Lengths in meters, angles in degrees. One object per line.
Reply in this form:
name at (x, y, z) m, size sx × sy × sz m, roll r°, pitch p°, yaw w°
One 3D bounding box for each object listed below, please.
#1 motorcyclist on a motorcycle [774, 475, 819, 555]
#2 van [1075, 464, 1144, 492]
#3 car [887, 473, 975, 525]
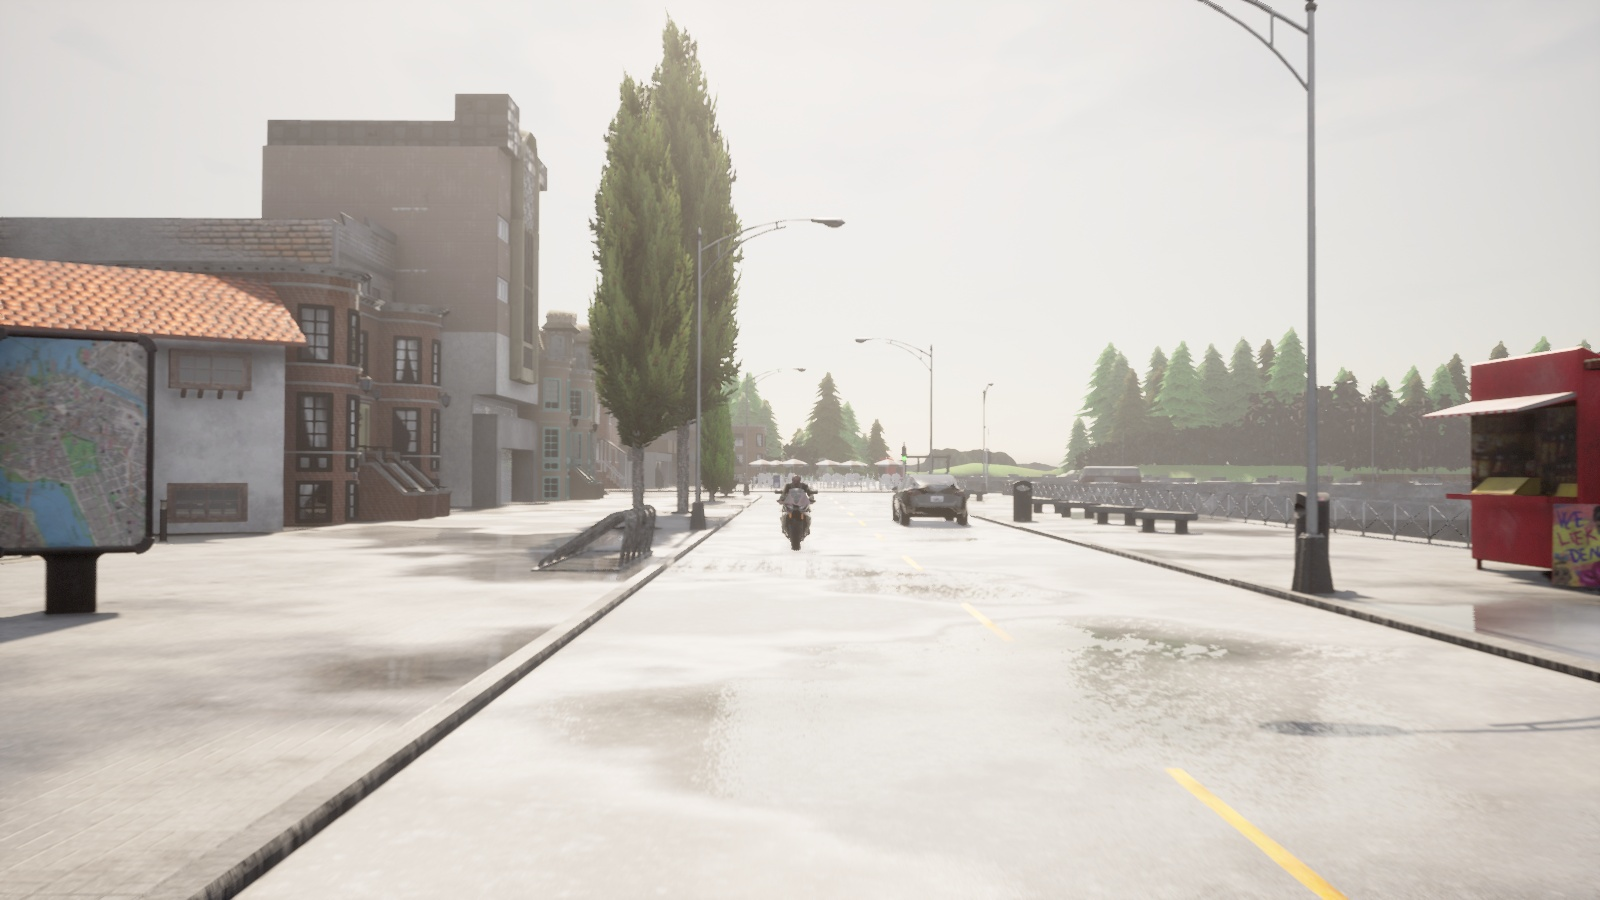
motorcyclist on a motorcycle at (-0.066, 1.275, 25.396) m, size 0.866 × 1.530 × 2.191 m, roll 0°, pitch -1°, yaw 0°
van at (21.997, 1.974, 89.276) m, size 4.442 × 1.987 × 1.775 m, roll 0°, pitch -1°, yaw 1°
car at (3.900, 1.438, 38.169) m, size 2.163 × 1.488 × 4.792 m, roll 0°, pitch -1°, yaw 0°
